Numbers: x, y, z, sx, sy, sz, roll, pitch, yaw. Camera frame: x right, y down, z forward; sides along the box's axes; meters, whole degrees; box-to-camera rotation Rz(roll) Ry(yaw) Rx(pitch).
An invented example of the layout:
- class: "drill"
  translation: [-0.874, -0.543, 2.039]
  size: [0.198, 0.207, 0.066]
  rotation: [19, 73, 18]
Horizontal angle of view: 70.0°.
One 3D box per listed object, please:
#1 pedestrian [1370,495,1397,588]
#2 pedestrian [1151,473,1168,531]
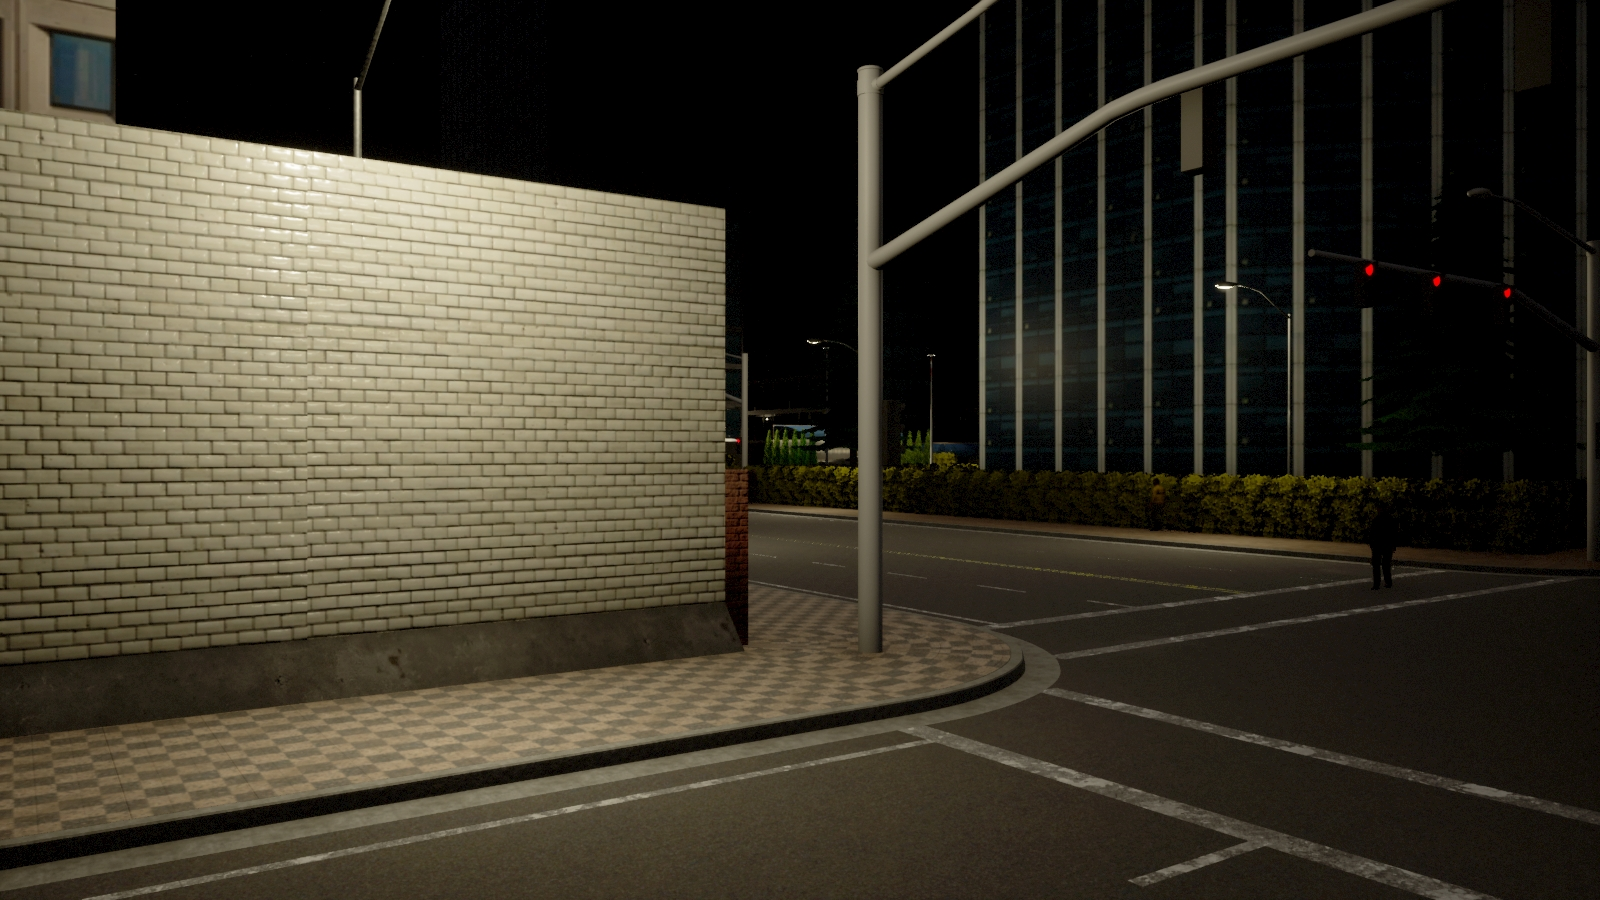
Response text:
- class: "pedestrian"
  translation: [11.884, 1.848, 23.286]
  size: [0.375, 1.860, 0.375]
  rotation: [0, 0, -41]
- class: "pedestrian"
  translation: [11.692, 1.695, 37.198]
  size: [0.375, 1.860, 0.375]
  rotation: [0, 0, -36]
